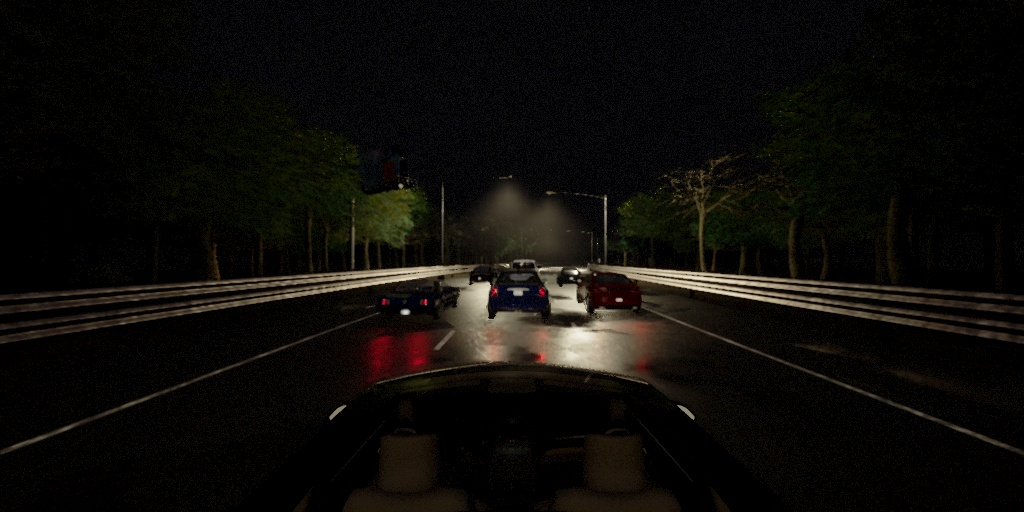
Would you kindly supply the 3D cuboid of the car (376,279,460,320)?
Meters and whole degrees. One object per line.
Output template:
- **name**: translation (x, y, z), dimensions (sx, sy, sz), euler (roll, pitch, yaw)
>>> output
- **car**: translation (-3.225, 1.501, 13.416), dimensions (1.895, 1.301, 4.718), euler (0, -1, 3)

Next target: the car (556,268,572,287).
- **car**: translation (4.621, 1.675, 28.800), dimensions (1.994, 1.385, 4.181), euler (0, -1, 5)

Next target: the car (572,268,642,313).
- **car**: translation (3.856, 1.403, 14.977), dimensions (1.882, 1.535, 5.008), euler (0, 0, 3)

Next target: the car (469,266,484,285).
- **car**: translation (-2.291, 1.600, 30.146), dimensions (1.882, 1.535, 5.008), euler (0, 0, 5)

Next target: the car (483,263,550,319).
- **car**: translation (0.303, 1.260, 13.856), dimensions (2.097, 1.767, 4.553), euler (0, -1, 3)

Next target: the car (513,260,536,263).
- **car**: translation (1.005, 1.314, 27.624), dimensions (2.150, 2.045, 5.566), euler (0, -1, 5)
